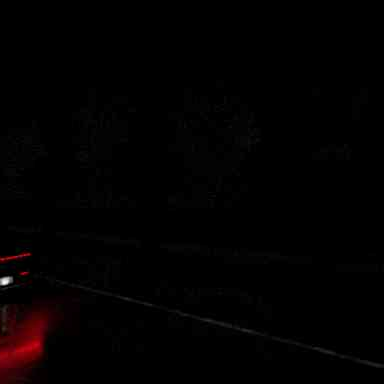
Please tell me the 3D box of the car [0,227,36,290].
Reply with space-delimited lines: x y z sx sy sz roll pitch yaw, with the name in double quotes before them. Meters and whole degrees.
"car" -5.676 1.504 7.928 4.892 1.490 1.837 0 0 35
